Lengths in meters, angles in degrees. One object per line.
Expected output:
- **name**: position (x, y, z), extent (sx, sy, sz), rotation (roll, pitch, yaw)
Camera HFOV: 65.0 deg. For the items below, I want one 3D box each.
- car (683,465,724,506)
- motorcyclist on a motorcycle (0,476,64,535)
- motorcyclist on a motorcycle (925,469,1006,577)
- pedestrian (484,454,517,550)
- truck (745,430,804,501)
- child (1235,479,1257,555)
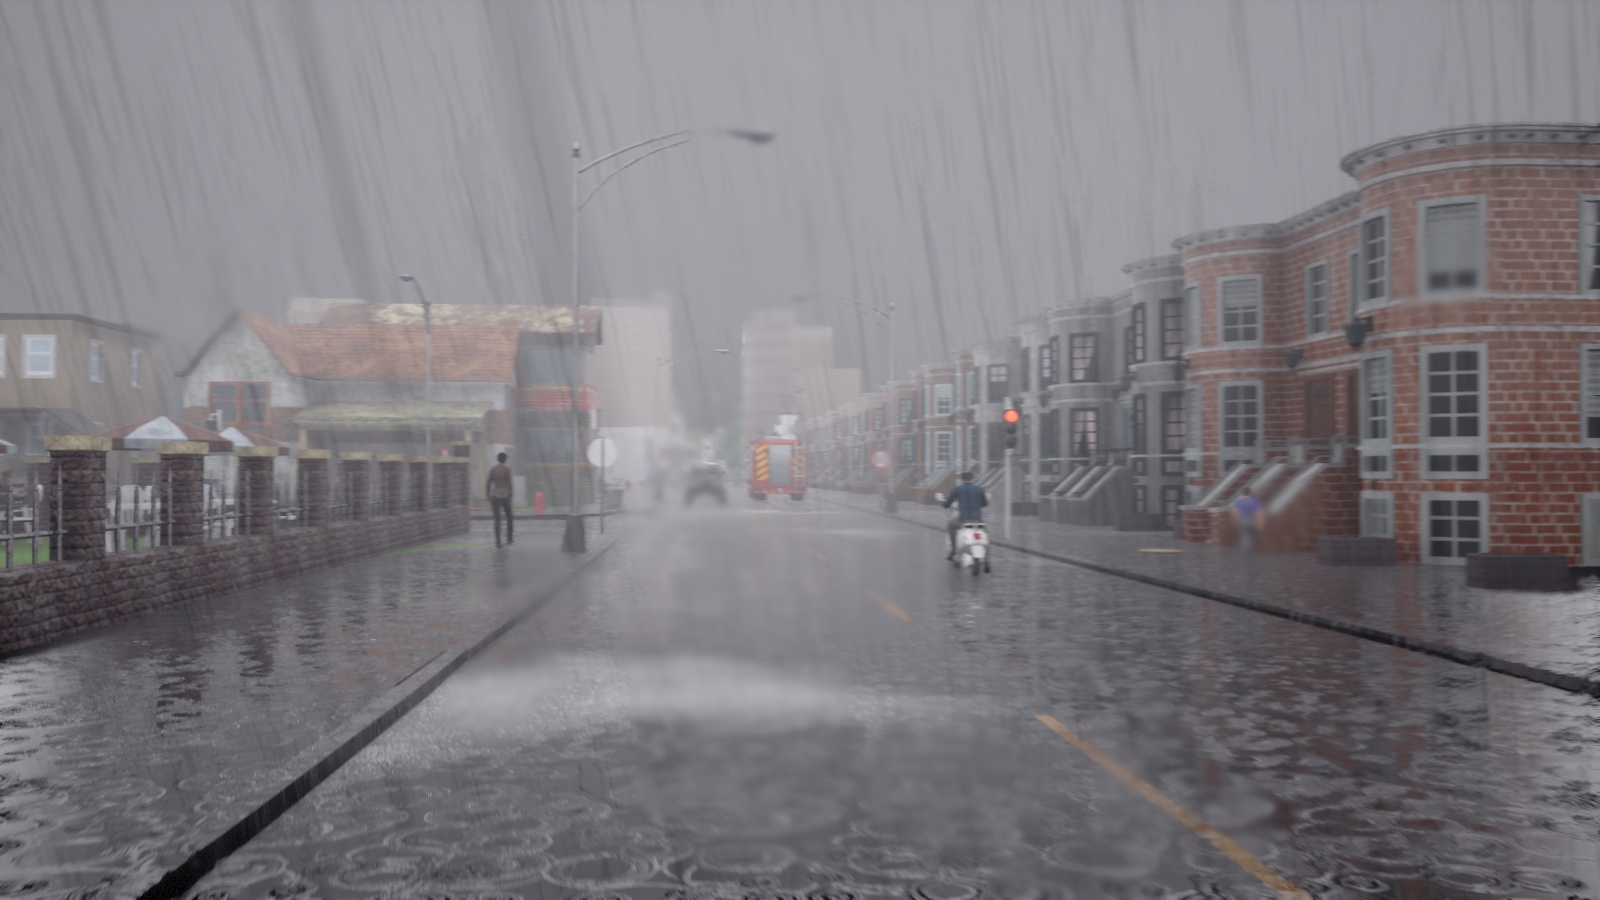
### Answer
- **car**: position (-4.648, 1.700, 60.393), extent (1.905, 1.878, 3.866), rotation (0, -1, -4)
- **motorcyclist on a motorcycle**: position (-22.291, 1.558, 35.612), extent (2.350, 1.649, 0.766), rotation (0, -1, -5)
- **motorcyclist on a motorcycle**: position (2.537, 1.088, 19.455), extent (0.866, 1.590, 1.817), rotation (0, -1, -4)
- **pedestrian**: position (-5.714, 0.987, 23.985), extent (0.328, 1.805, 0.869), rotation (-1, -1, 6)
- **truck**: position (-1.551, 0.921, 72.154), extent (2.891, 3.827, 8.468), rotation (0, -1, -4)
- **child**: position (7.522, 1.117, 21.190), extent (0.270, 1.263, 0.437), rotation (-1, -1, 12)
